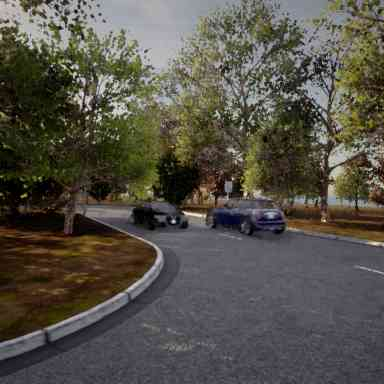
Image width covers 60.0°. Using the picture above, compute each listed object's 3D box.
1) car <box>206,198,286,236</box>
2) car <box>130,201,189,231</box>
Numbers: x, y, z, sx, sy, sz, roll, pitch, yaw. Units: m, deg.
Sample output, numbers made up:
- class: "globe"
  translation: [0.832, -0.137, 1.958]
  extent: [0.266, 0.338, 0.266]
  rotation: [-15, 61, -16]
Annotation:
- class: "car"
  translation: [2.560, 1.100, 16.897]
  extent: [2.097, 1.767, 4.553]
  rotation: [1, 0, -28]
- class: "car"
  translation: [-1.813, 1.201, 17.730]
  extent: [1.994, 1.385, 4.181]
  rotation: [1, 0, -28]
